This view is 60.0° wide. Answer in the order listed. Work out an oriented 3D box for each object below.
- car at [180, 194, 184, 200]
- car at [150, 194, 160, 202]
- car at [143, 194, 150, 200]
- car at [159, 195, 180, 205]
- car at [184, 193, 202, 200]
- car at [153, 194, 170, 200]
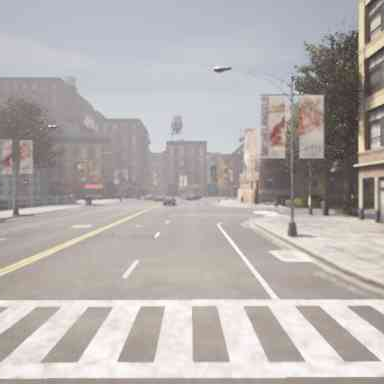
[{"bbox_3d":[-1.331,1.086,83.518,2.097,1.767,4.553,0,0,27],"label":"car"},{"bbox_3d":[-6.421,1.321,68.229,2.033,1.411,5.357,0,0,10],"label":"car"},{"bbox_3d":[-9.971,1.262,80.176,2.002,1.452,4.674,0,0,20],"label":"car"},{"bbox_3d":[-3.486,1.378,52.643,2.033,1.411,5.357,0,0,0],"label":"car"},{"bbox_3d":[0.717,1.283,79.745,2.033,1.411,5.357,0,0,24],"label":"car"},{"bbox_3d":[-7.811,1.320,85.484,1.895,1.301,4.718,0,0,30],"label":"car"}]
